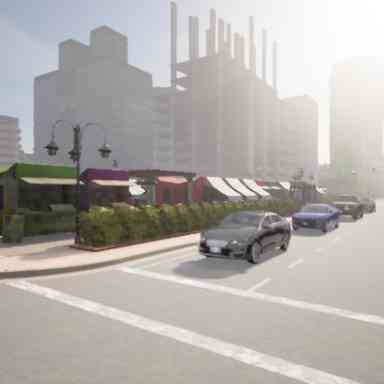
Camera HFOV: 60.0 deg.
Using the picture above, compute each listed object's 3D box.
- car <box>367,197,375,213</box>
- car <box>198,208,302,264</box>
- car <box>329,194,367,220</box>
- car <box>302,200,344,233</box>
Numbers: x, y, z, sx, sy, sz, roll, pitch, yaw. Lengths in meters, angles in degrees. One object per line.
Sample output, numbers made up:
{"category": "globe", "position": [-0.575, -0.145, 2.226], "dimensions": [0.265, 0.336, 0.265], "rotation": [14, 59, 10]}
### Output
{"category": "car", "position": [18.903, 1.312, 36.797], "dimensions": [2.097, 1.767, 4.553], "rotation": [0, 0, 34]}
{"category": "car", "position": [2.057, 1.456, 11.946], "dimensions": [2.128, 1.511, 4.902], "rotation": [0, 0, 34]}
{"category": "car", "position": [13.113, 1.183, 28.294], "dimensions": [2.150, 2.045, 5.566], "rotation": [0, 0, 34]}
{"category": "car", "position": [7.462, 1.441, 19.936], "dimensions": [1.882, 1.535, 5.008], "rotation": [0, 0, 34]}
